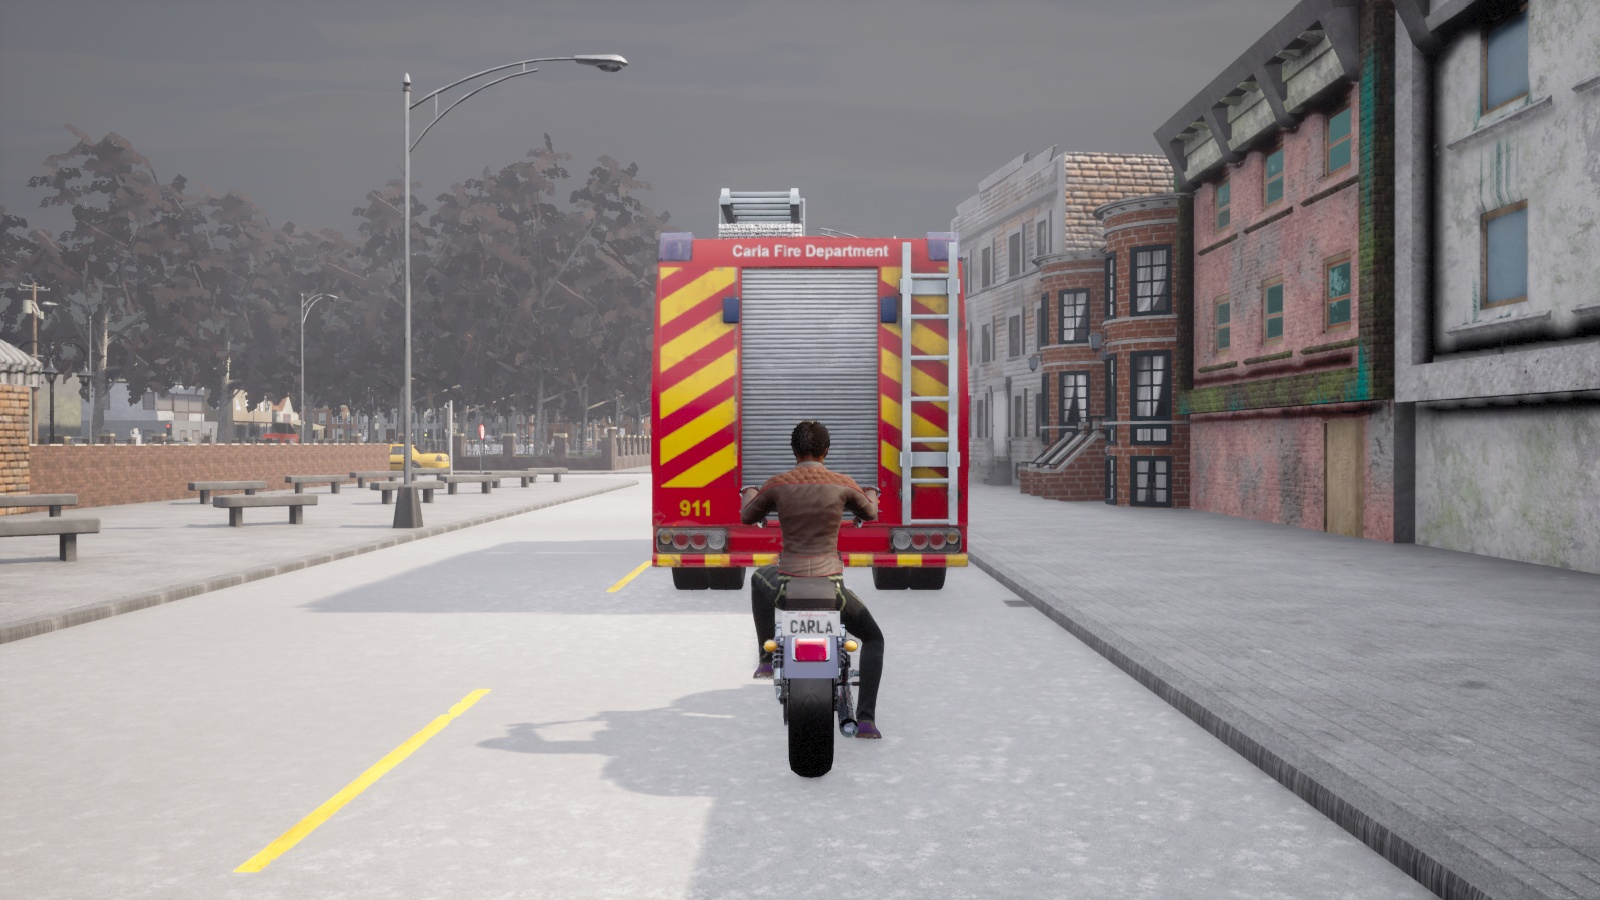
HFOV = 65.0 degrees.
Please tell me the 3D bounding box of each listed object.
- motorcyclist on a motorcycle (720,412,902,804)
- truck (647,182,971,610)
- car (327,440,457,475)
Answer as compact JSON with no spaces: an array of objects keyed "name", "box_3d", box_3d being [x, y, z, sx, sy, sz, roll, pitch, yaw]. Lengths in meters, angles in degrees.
[{"name":"motorcyclist on a motorcycle","box_3d":[0.052,0.660,6.460,0.766,1.649,2.350,0,0,0]},{"name":"truck","box_3d":[0.104,-0.505,15.458,2.891,3.827,8.468,0,0,0]},{"name":"car","box_3d":[-18.580,0.347,57.321,5.366,1.575,1.801,0,0,-2]}]
